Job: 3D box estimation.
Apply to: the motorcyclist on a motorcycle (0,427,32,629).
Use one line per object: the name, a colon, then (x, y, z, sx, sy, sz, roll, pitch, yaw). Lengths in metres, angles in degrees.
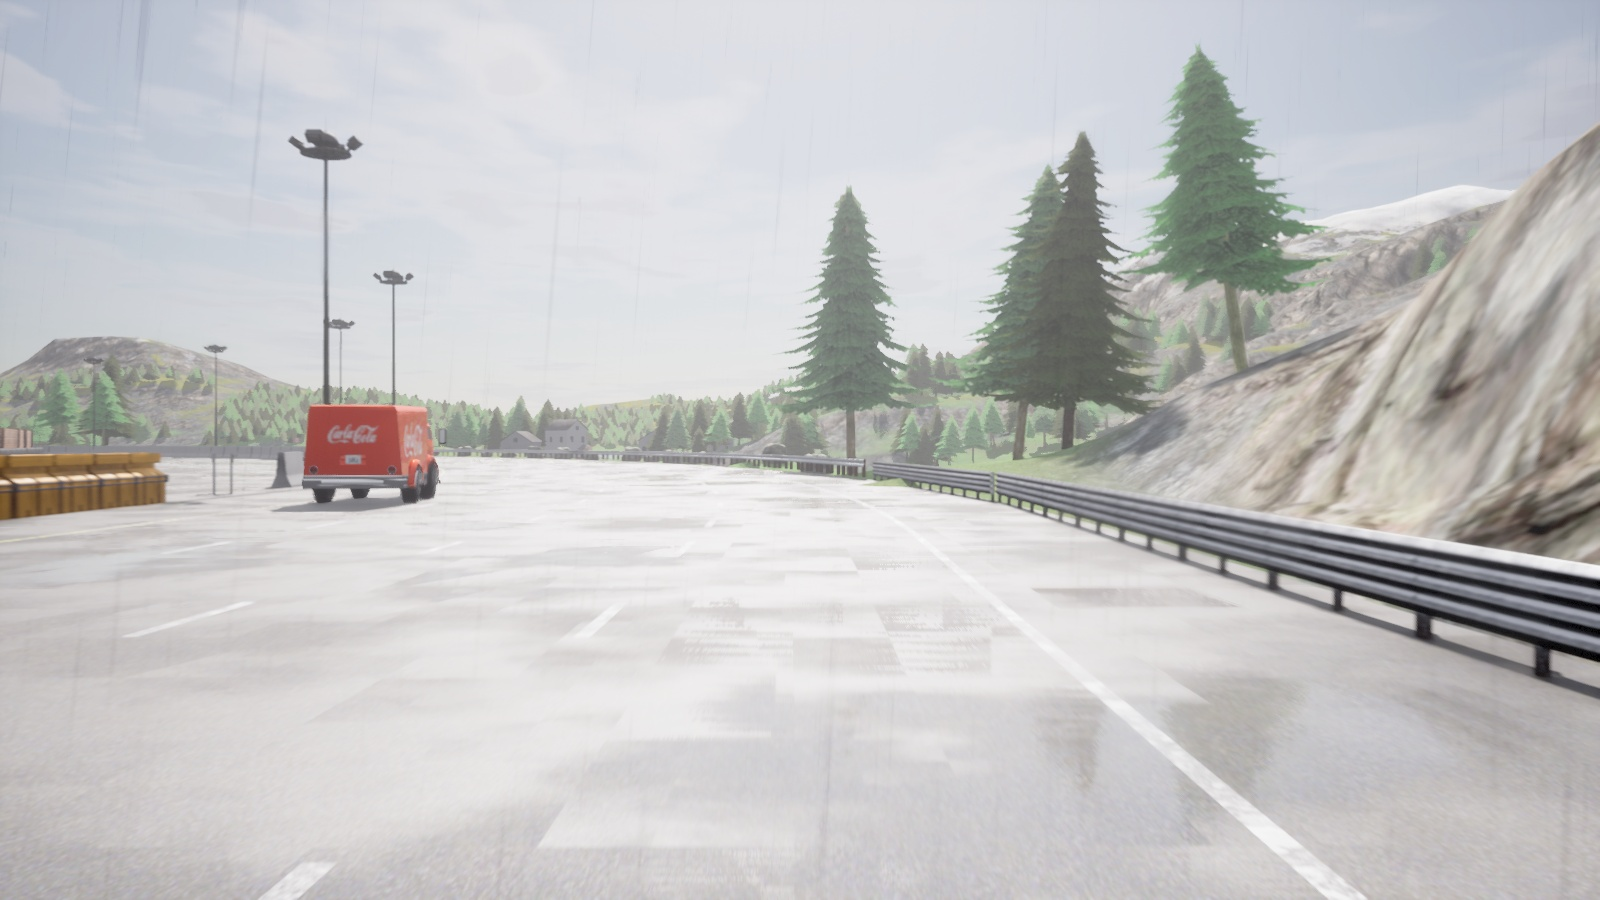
motorcyclist on a motorcycle: (-6.931, 0.636, 9.519, 0.766, 1.649, 2.350, 0, 0, 0)

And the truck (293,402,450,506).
truck: (-10.878, 0.070, 32.405, 2.627, 2.467, 5.204, 0, 1, -4)
